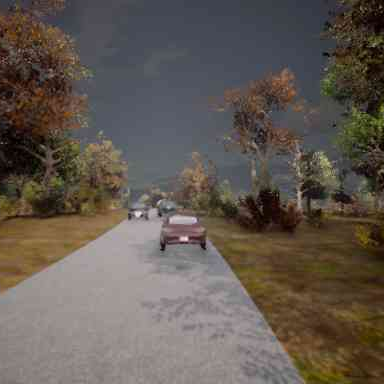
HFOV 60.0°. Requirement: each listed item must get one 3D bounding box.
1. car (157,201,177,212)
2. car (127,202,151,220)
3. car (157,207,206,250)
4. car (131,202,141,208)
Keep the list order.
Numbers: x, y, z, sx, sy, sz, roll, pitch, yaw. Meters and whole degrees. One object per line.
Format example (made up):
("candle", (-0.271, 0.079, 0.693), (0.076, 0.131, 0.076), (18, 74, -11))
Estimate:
("car", (-2.749, 1.725, 36.782), (2.097, 1.767, 4.553), (0, -1, -8))
("car", (-4.852, 1.745, 30.450), (2.128, 1.511, 4.902), (0, -1, -7))
("car", (-0.432, 1.598, 14.668), (1.812, 1.442, 4.674), (0, -1, -3))
("car", (-11.958, 2.729, 70.495), (1.994, 1.385, 4.181), (1, -2, -11))
